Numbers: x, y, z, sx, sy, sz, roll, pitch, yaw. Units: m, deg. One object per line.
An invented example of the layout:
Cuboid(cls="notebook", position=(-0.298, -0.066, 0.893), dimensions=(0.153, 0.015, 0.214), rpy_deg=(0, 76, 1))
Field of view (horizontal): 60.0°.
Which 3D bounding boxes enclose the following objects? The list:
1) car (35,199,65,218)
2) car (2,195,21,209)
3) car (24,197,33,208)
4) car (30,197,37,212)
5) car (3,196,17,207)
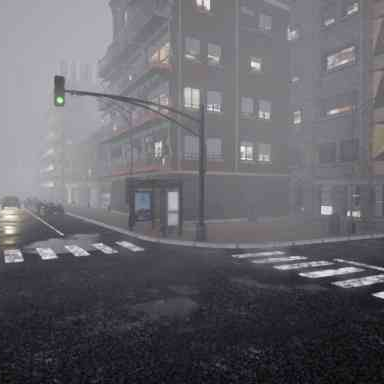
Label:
Cuboid(cls="car", position=(-12.475, 1.547, 29.658), dimensions=(2.008, 1.369, 4.403), rpy_deg=(0, 0, -30))
Cuboid(cls="car", position=(-24.432, 1.348, 45.018), dimensions=(2.097, 1.767, 4.553), rpy_deg=(0, 0, -30))
Cuboid(cls="car", position=(-23.758, 1.435, 49.188), dimensions=(1.967, 1.590, 4.097), rpy_deg=(0, 0, -30))
Cuboid(cls="car", position=(-15.295, 1.541, 34.540), dimensions=(1.887, 1.381, 4.507), rpy_deg=(0, 0, -30))
Cuboid(cls="car", position=(-29.336, 1.472, 53.477), dimensions=(1.882, 1.535, 5.008), rpy_deg=(0, 0, -30))
